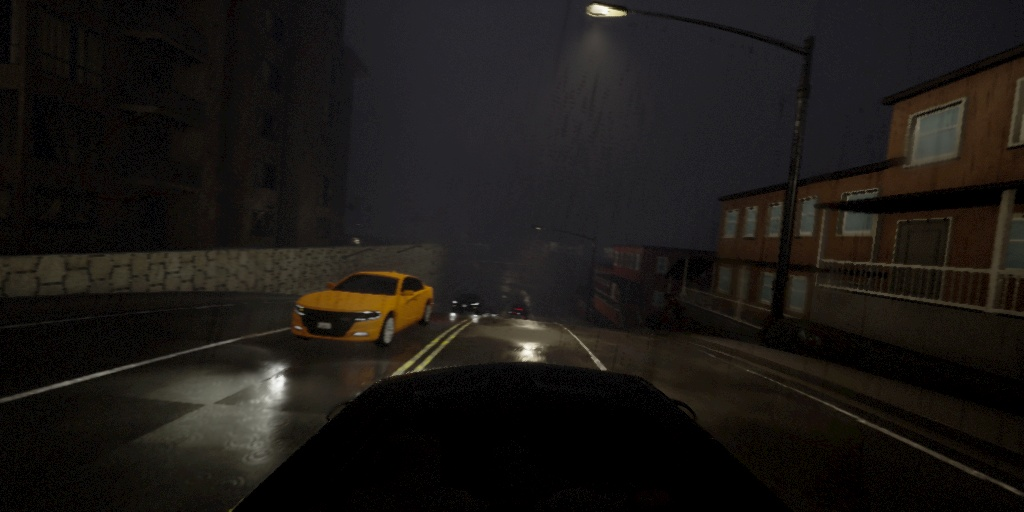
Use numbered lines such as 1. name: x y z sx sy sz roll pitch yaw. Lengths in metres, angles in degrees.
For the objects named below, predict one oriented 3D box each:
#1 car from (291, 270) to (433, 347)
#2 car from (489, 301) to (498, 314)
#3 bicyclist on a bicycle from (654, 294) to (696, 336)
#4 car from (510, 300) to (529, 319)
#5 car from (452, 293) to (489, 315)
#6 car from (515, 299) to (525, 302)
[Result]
1. car: -3.407 1.126 9.187 1.882 1.535 5.008 5 -2 2
2. car: -2.681 6.271 43.882 2.033 1.411 5.357 5 -5 2
3. bicyclist on a bicycle: 6.383 2.303 14.174 1.656 1.620 0.582 -4 -7 1
4. car: 0.759 5.943 38.965 1.837 1.490 4.892 5 -8 2
5. car: -3.083 3.481 26.086 1.837 1.490 4.892 5 -10 2
6. car: 0.967 6.704 49.237 2.097 1.767 4.553 5 -3 2
